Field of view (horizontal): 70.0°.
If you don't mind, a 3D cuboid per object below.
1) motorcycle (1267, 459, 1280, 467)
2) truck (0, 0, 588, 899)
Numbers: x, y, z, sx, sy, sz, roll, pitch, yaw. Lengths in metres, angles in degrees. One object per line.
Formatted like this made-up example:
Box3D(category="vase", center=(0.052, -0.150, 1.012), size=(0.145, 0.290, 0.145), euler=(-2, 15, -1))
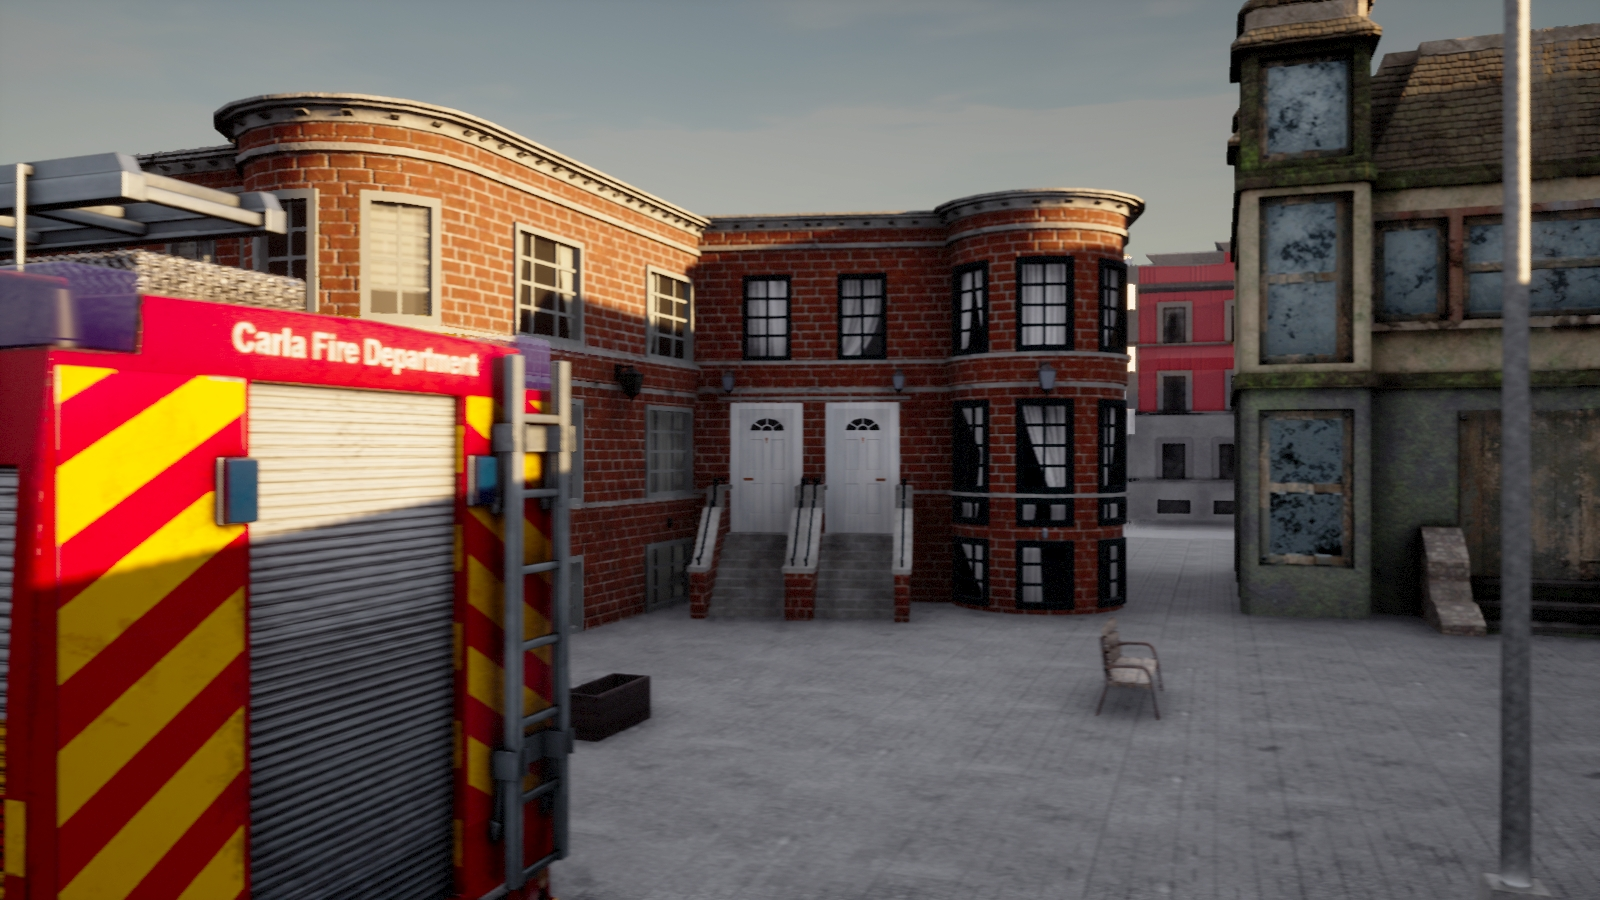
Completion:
Box3D(category="motorcycle", center=(72.799, 1.962, 175.533), size=(1.805, 1.236, 0.856), euler=(0, 0, 20))
Box3D(category="truck", center=(-5.561, 0.671, 5.905), size=(8.468, 3.827, 2.891), euler=(0, 0, 20))
